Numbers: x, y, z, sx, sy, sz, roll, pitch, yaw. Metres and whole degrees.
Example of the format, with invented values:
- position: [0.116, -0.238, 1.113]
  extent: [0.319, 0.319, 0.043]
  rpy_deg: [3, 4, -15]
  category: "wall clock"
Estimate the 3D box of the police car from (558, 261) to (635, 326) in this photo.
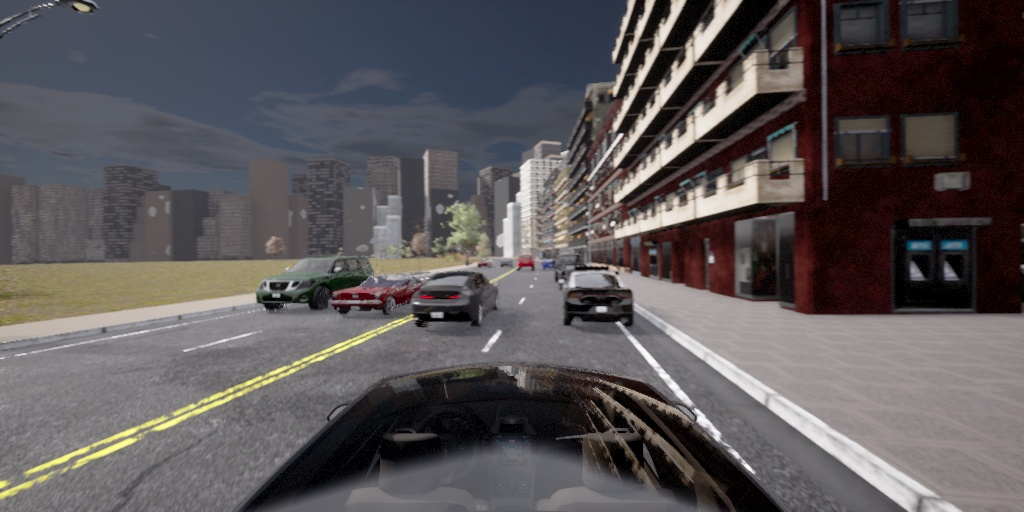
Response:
- position: [2.560, 1.122, 11.566]
  extent: [1.930, 1.638, 5.238]
  rpy_deg: [-1, 0, 7]
  category: "police car"

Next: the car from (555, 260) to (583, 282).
- position: [3.708, 1.163, 21.477]
  extent: [1.837, 1.490, 4.892]
  rpy_deg: [-1, 0, 6]
  category: "car"

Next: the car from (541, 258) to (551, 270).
- position: [5.129, 1.056, 48.466]
  extent: [1.882, 1.535, 5.008]
  rpy_deg: [-1, 0, 4]
  category: "car"

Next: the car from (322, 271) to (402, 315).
- position: [-4.814, 1.367, 13.798]
  extent: [1.895, 1.301, 4.718]
  rpy_deg: [-1, 0, 7]
  category: "car"

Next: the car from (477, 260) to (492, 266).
- position: [-4.252, 1.258, 56.271]
  extent: [1.895, 1.301, 4.718]
  rpy_deg: [-1, 0, 4]
  category: "car"

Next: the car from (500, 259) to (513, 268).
- position: [-0.877, 1.166, 58.080]
  extent: [2.033, 1.411, 5.357]
  rpy_deg: [-1, 0, 4]
  category: "car"

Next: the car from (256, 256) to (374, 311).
- position: [-7.913, 1.016, 15.267]
  extent: [2.150, 2.045, 5.566]
  rpy_deg: [-1, 0, 7]
  category: "car"

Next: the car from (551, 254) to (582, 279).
- position: [4.335, 0.861, 27.527]
  extent: [2.150, 2.045, 5.566]
  rpy_deg: [-1, 0, 6]
  category: "car"

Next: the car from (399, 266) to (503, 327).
- position: [-1.611, 1.244, 11.532]
  extent: [1.837, 1.490, 4.892]
  rpy_deg: [0, 0, 7]
  category: "car"

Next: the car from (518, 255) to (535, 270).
- position: [1.928, 0.831, 48.113]
  extent: [2.150, 2.045, 5.566]
  rpy_deg: [-1, 0, 4]
  category: "car"
